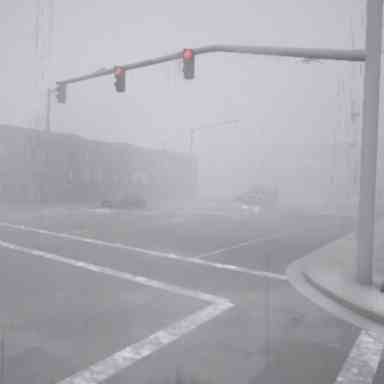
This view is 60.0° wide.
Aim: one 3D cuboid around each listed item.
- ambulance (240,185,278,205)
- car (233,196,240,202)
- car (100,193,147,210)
[{"bbox_3d":[9.182,0.368,43.821,2.351,2.431,6.366,3,2,36],"label":"ambulance"},{"bbox_3d":[7.835,0.809,47.996,1.895,1.301,4.718,3,2,36],"label":"car"},{"bbox_3d":[-5.918,0.790,29.095,1.994,1.385,4.181,3,2,36],"label":"car"}]
